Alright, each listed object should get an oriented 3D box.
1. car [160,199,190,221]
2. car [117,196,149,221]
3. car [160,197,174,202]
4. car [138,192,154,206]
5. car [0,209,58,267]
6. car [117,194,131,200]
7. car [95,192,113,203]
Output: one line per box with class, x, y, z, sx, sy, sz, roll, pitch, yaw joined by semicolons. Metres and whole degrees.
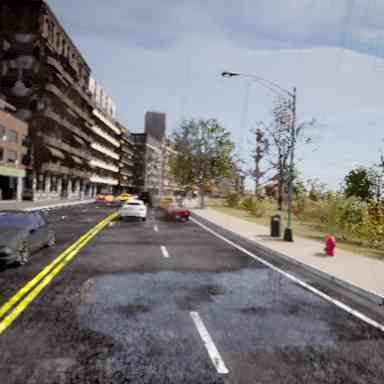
car;-1.329;1.561;26.882;1.895;1.301;4.718;3;0;-7
car;-4.416;1.332;25.435;1.812;1.442;4.674;3;0;-7
car;-3.039;1.392;41.858;1.882;1.535;5.008;3;0;-5
car;-6.842;0.974;49.236;2.150;2.045;5.566;3;0;-4
car;-5.686;1.272;10.491;2.033;1.411;5.357;3;0;-9
car;-10.412;1.066;52.012;1.882;1.535;5.008;3;0;-3
car;-13.645;0.784;51.862;2.097;1.767;4.553;3;0;-3
